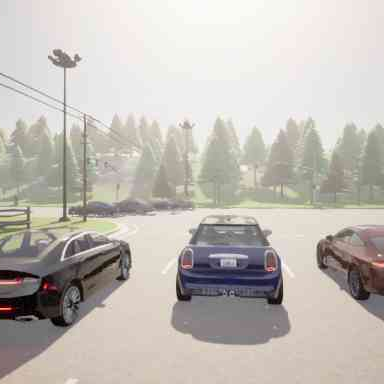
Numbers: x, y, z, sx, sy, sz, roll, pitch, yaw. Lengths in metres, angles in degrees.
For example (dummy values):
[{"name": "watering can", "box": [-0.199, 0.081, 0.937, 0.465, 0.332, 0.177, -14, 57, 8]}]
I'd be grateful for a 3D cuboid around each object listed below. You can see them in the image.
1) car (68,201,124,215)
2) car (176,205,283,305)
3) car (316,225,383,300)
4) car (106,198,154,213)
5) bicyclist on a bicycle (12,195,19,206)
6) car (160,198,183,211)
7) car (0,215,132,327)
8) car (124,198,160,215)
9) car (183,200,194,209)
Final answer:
[{"name": "car", "box": [-9.004, 1.527, 30.606, 4.674, 1.442, 1.812, 0, 0, 7]}, {"name": "car", "box": [0.943, 1.352, 8.364, 2.097, 1.767, 4.553, 0, 0, 7]}, {"name": "car", "box": [4.441, 1.526, 8.129, 1.812, 1.442, 4.674, 0, 0, 7]}, {"name": "car", "box": [-6.925, 1.479, 37.400, 5.008, 1.535, 1.882, 0, 0, 7]}, {"name": "bicyclist on a bicycle", "box": [-27.062, 1.304, 50.968, 0.582, 1.620, 1.656, 0, 0, 7]}, {"name": "car", "box": [-3.897, 1.603, 40.549, 4.718, 1.301, 1.895, 0, 0, 7]}, {"name": "car", "box": [-2.740, 1.492, 7.081, 2.128, 1.511, 4.902, 0, 0, 7]}, {"name": "car", "box": [-6.352, 1.549, 33.801, 5.357, 1.411, 2.033, 0, 0, 7]}, {"name": "car", "box": [-2.343, 1.550, 43.883, 5.357, 1.411, 2.033, 0, 0, 7]}]
